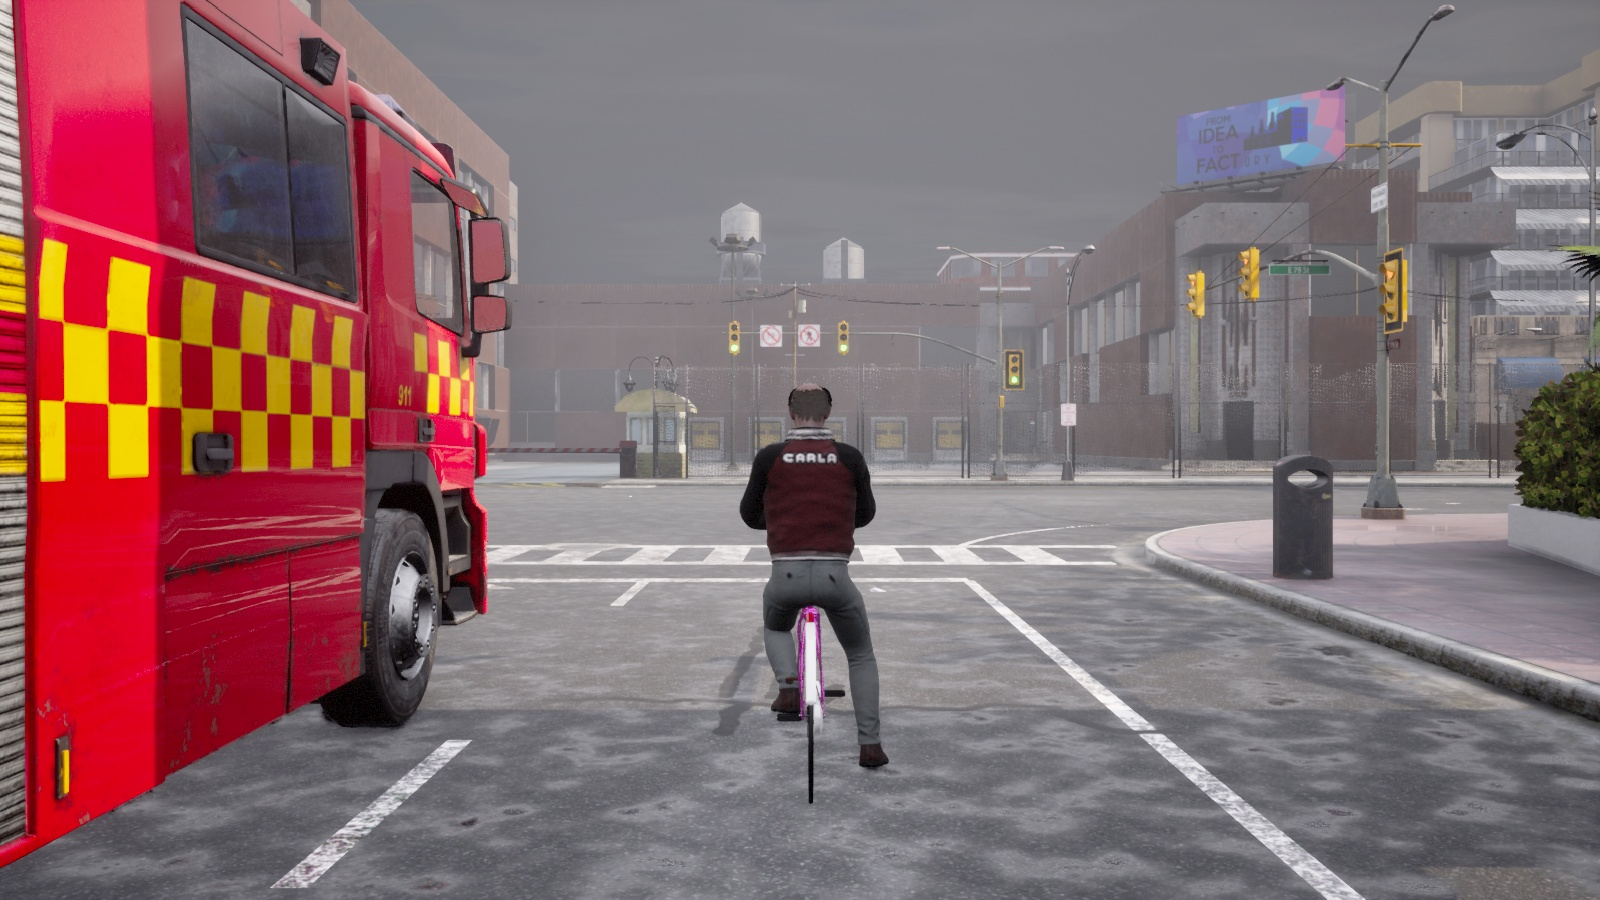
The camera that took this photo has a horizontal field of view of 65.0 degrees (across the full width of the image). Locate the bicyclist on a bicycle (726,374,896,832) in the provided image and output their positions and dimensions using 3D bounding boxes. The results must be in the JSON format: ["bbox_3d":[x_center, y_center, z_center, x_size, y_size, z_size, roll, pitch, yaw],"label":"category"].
[{"bbox_3d":[0.044,0.584,5.787,0.659,1.776,1.843,0,1,0],"label":"bicyclist on a bicycle"}]

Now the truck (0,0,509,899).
[{"bbox_3d":[-3.466,-0.446,4.404,2.891,3.827,8.468,0,0,0],"label":"truck"}]
